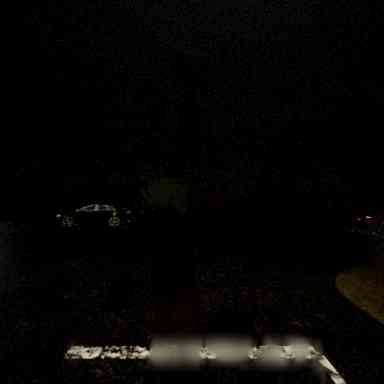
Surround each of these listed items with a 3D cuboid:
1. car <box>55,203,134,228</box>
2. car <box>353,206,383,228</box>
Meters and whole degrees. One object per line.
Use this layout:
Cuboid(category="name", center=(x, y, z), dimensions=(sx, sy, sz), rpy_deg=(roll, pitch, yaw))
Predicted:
Cuboid(category="car", center=(-6.237, 1.485, 21.513), dimensions=(4.902, 1.511, 2.128), rpy_deg=(0, 0, -1))
Cuboid(category="car", center=(13.024, 1.630, 22.009), dimensions=(4.181, 1.385, 1.994), rpy_deg=(0, 0, -2))
